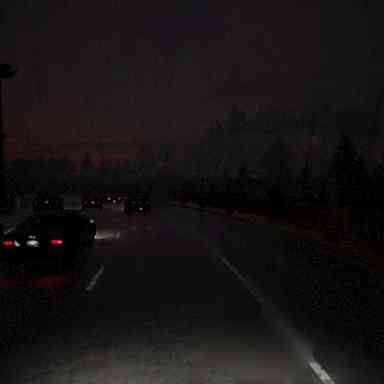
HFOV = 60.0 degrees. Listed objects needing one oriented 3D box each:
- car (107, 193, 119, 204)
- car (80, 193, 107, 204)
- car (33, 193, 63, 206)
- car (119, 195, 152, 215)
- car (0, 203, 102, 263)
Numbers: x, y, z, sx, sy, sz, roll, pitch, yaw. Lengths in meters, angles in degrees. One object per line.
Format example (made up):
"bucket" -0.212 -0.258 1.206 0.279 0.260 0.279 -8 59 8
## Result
"car" -10.381 0.803 42.420 1.895 1.301 4.718 -1 1 -25
"car" -9.666 0.950 31.864 2.033 1.411 5.357 -1 1 -20
"car" -12.371 0.823 28.740 2.097 1.767 4.553 -1 1 -18
"car" -4.413 0.975 26.776 2.128 1.511 4.902 0 1 -16
"car" -4.497 1.329 11.142 2.033 1.411 5.357 0 1 -8
